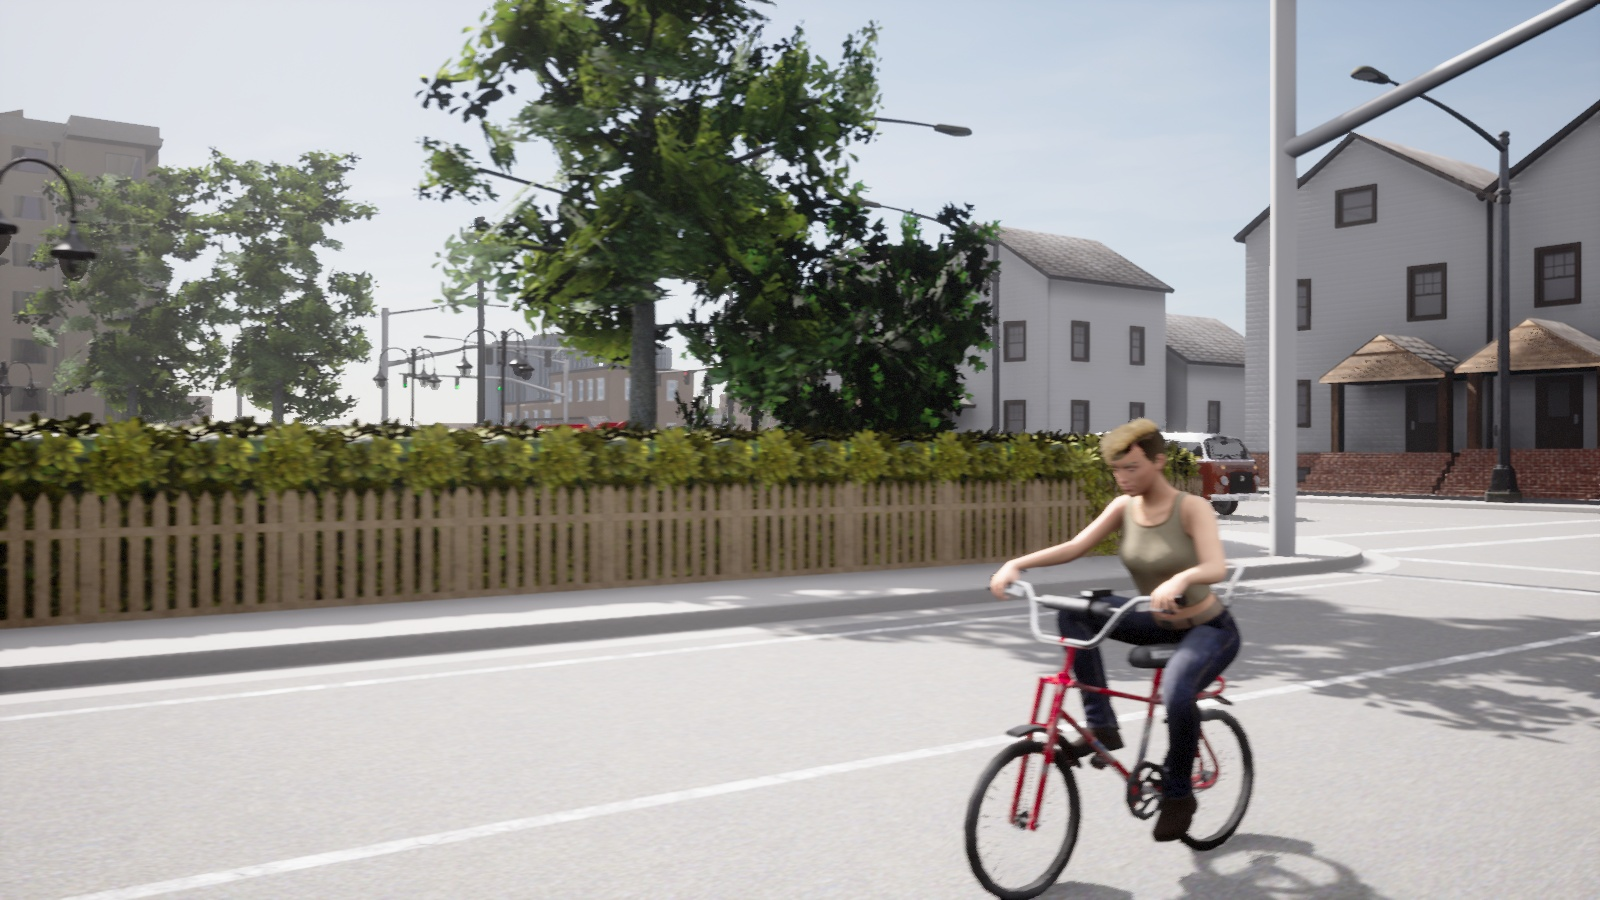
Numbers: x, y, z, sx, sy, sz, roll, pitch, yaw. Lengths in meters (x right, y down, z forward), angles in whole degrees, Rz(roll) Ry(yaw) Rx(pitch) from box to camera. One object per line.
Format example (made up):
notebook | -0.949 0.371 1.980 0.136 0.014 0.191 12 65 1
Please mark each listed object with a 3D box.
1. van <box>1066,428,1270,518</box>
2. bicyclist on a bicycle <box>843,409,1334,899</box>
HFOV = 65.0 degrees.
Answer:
van | 8.889 0.525 30.716 2.069 2.038 4.480 0 0 -35
bicyclist on a bicycle | 1.017 0.690 4.360 1.509 1.612 0.866 0 0 -35
